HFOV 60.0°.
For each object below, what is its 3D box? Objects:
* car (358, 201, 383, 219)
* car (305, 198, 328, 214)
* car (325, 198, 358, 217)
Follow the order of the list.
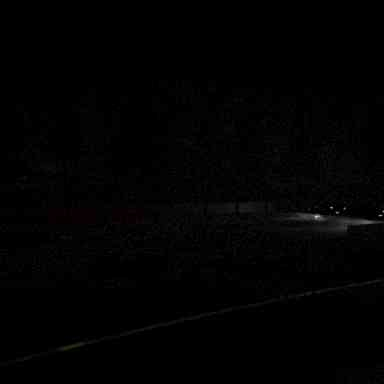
[{"bbox_3d":[15.991,1.327,26.275,5.008,1.535,1.882,-1,0,-22],"label":"car"},{"bbox_3d":[13.424,1.357,32.787,4.674,1.442,1.812,-1,0,-22],"label":"car"},{"bbox_3d":[14.585,1.442,29.483,4.718,1.301,1.895,-1,0,-22],"label":"car"}]
